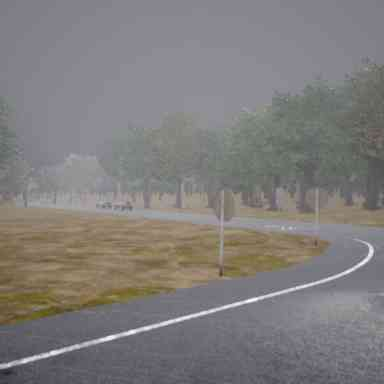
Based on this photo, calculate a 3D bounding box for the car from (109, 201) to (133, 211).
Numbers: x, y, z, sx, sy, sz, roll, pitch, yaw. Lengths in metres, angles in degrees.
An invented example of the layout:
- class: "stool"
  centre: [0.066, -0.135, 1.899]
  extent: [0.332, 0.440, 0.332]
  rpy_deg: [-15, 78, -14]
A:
- class: "car"
  centre: [-11.064, 2.184, 52.938]
  extent: [1.837, 1.490, 4.892]
  rpy_deg: [2, -2, -34]

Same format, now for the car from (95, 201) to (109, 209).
- class: "car"
  centre: [-16.028, 2.327, 60.067]
  extent: [1.837, 1.490, 4.892]
  rpy_deg: [2, -2, -35]
